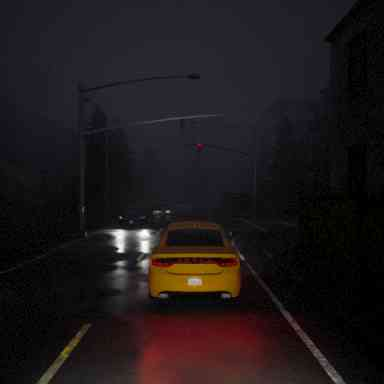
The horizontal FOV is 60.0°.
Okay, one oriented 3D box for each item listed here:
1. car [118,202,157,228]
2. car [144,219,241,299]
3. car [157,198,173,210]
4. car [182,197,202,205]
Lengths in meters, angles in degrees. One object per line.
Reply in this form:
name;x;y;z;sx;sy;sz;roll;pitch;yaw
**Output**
car;-3.640;1.525;22.224;1.812;1.442;4.674;0;0;0
car;0.061;1.478;8.508;1.882;1.535;5.008;0;0;0
car;-3.531;1.547;43.231;2.033;1.411;5.357;0;0;2
car;-0.076;1.601;60.419;1.895;1.301;4.718;0;0;27
